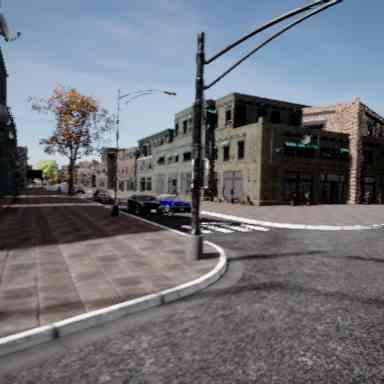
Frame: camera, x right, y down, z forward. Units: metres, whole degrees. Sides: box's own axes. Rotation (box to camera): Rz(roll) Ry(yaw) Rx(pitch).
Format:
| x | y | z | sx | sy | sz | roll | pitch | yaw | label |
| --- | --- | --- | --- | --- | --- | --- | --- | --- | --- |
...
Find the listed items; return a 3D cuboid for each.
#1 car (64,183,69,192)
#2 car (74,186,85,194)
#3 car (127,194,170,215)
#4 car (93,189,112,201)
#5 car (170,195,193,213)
| x | y | z | sx | sy | sz | roll | pitch | yaw | label |
| --- | --- | --- | --- | --- | --- | --- | --- | --- | --- |
| -24.827 | -0.652 | 69.301 | 1.887 | 1.381 | 4.507 | 2 | 1 | -25 | car |
| -20.088 | -0.306 | 59.283 | 1.947 | 1.339 | 4.313 | 2 | 1 | -25 | car |
| -3.497 | 0.831 | 24.217 | 1.947 | 1.339 | 4.313 | 2 | 1 | -25 | car |
| -10.608 | 0.361 | 39.245 | 1.802 | 1.307 | 4.206 | 2 | 1 | -25 | car |
| -1.639 | 0.893 | 26.286 | 1.895 | 1.301 | 4.718 | 1 | 1 | -25 | car |
